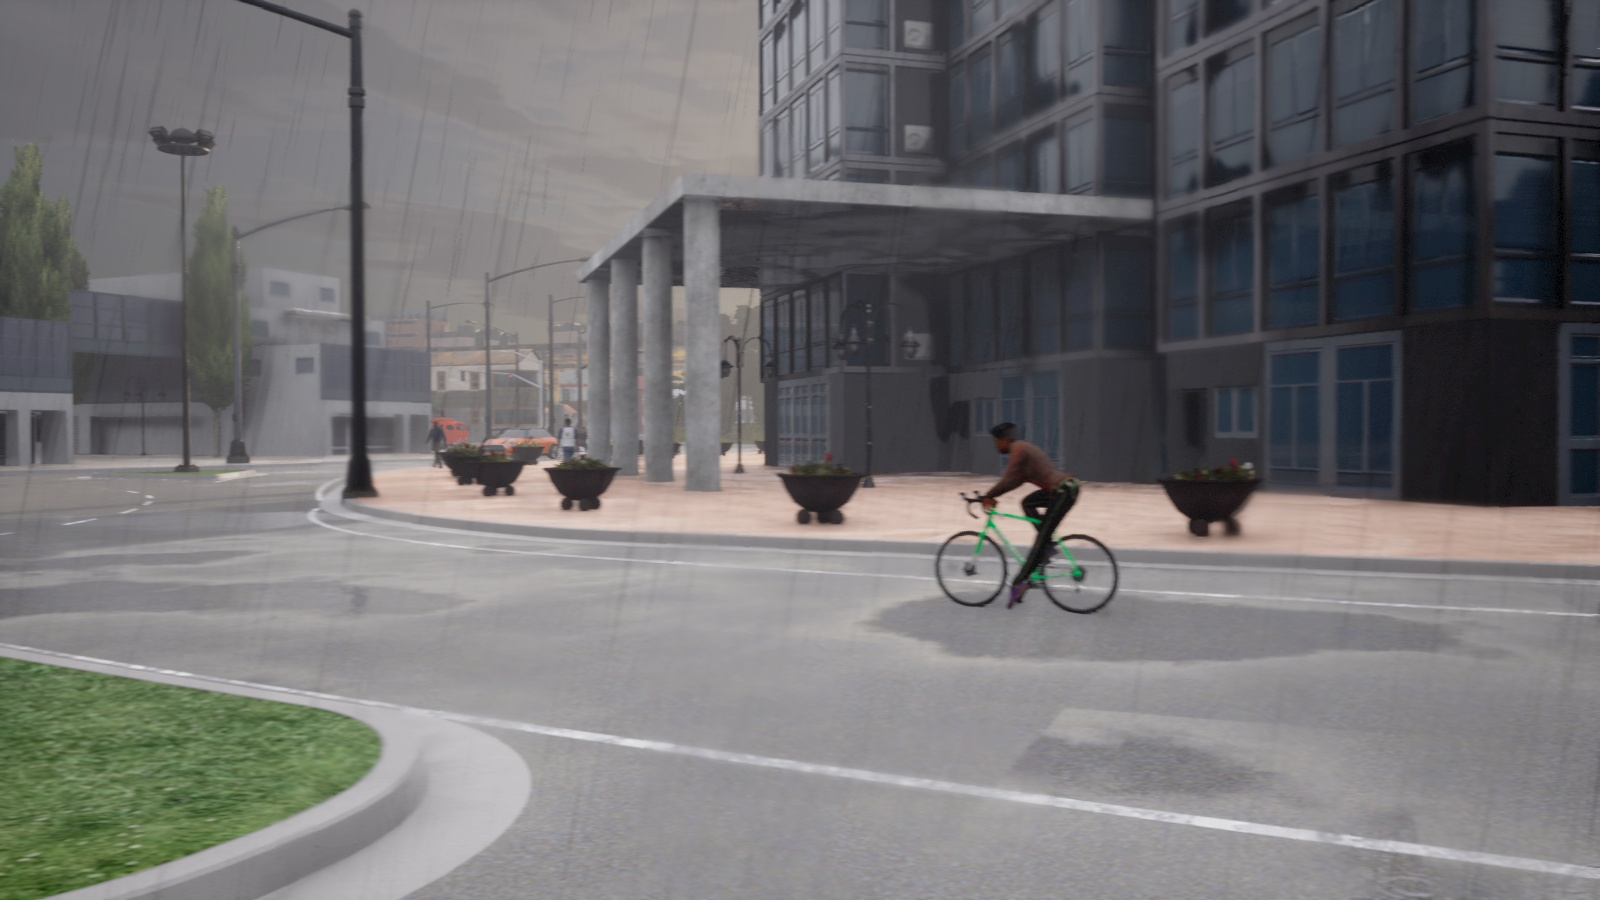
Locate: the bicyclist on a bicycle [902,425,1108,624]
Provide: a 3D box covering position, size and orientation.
[{"bbox_3d":[1.757,0.601,10.858,1.656,1.620,0.582,0,1,28],"label":"bicyclist on a bicycle"}]

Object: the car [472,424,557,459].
[{"bbox_3d":[-14.833,-0.474,65.478,2.097,1.767,4.553,1,1,23],"label":"car"}]

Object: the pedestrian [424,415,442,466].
[{"bbox_3d":[-13.444,-0.344,45.987,0.370,1.835,0.726,0,1,9],"label":"pedestrian"}]

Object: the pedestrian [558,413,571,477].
[{"bbox_3d":[-6.884,-0.147,36.680,0.354,1.836,0.706,0,1,-11],"label":"pedestrian"}]
